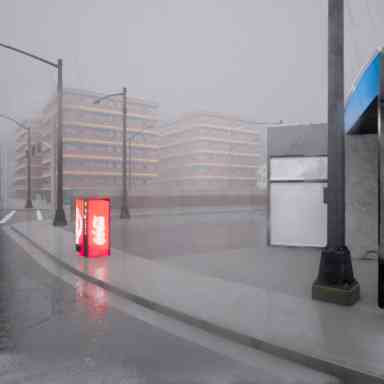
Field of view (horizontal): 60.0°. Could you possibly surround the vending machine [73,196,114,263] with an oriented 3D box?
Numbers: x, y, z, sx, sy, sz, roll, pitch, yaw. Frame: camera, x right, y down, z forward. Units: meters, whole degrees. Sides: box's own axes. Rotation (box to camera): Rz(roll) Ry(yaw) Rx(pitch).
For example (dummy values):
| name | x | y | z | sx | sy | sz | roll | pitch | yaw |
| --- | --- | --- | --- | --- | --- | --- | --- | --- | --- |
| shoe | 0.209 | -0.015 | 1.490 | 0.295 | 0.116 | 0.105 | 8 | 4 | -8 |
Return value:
| name | x | y | z | sx | sy | sz | roll | pitch | yaw |
| --- | --- | --- | --- | --- | --- | --- | --- | --- | --- |
| vending machine | -3.334 | 1.195 | 11.205 | 1.100 | 2.100 | 0.880 | 0 | 0 | -36 |
